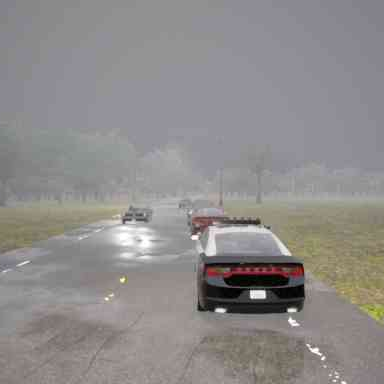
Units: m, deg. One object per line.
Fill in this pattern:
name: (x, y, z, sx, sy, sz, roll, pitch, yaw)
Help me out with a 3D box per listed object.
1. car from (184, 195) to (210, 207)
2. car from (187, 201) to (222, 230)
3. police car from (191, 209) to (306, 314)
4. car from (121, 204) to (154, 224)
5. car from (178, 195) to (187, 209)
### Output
car: (0.712, 1.350, 23.779, 2.097, 1.767, 4.553, 0, 0, -2)
car: (0.869, 1.477, 17.792, 1.882, 1.535, 5.008, 0, 0, -1)
police car: (1.024, 1.424, 7.865, 1.930, 1.638, 5.238, 0, 0, -1)
car: (-3.963, 1.602, 24.595, 1.895, 1.301, 4.718, 0, 0, -2)
car: (-0.906, 1.504, 46.252, 2.128, 1.511, 4.902, 0, 0, -1)
